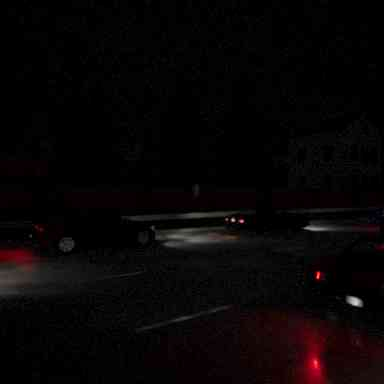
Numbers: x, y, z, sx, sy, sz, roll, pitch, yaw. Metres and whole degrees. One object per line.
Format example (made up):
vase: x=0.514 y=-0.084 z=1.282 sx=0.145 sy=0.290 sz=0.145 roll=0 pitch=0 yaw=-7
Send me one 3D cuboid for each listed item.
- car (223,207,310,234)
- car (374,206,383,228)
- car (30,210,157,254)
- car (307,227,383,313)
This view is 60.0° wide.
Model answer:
car: x=4.336 y=1.547 z=19.011 sx=5.357 sy=1.411 sz=2.033 roll=0 pitch=0 yaw=-32
car: x=10.727 y=1.504 z=15.696 sx=4.892 sy=1.490 sz=1.837 roll=0 pitch=0 yaw=-36
car: x=-3.859 y=1.477 z=13.638 sx=5.008 sy=1.535 sz=1.882 roll=0 pitch=0 yaw=-34
car: x=4.616 y=1.601 z=7.038 sx=4.718 sy=1.301 sz=1.895 roll=0 pitch=0 yaw=-36
